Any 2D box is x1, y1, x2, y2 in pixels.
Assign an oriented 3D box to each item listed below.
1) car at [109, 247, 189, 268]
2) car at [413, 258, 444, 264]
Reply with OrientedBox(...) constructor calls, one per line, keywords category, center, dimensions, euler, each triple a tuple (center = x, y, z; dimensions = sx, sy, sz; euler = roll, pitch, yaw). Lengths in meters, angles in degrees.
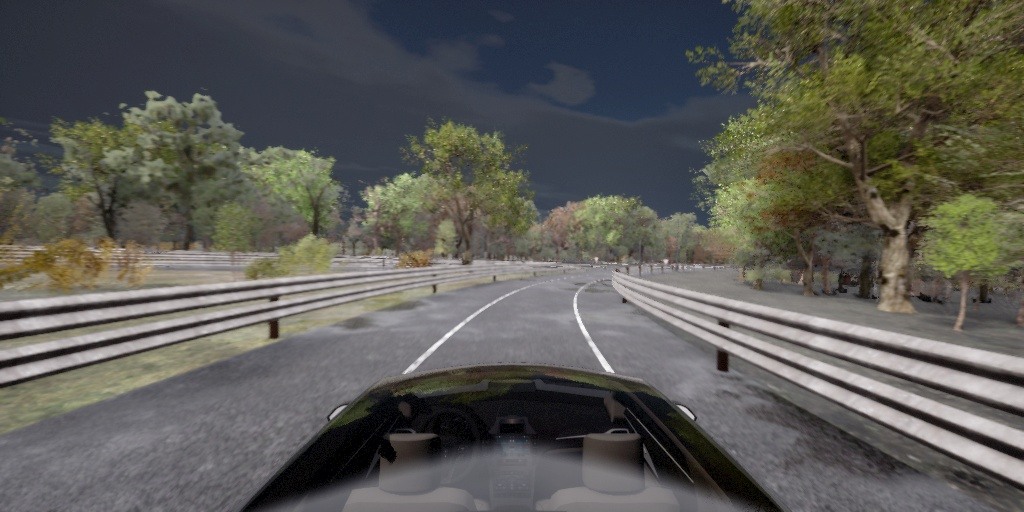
OrientedBox(category="car", center=(-32.490, 0.239, 32.037), dimensions=(4.902, 1.511, 2.128), euler=(2, 0, -41))
OrientedBox(category="car", center=(-11.980, 1.021, 49.703), dimensions=(5.357, 1.411, 2.033), euler=(2, 0, -41))
